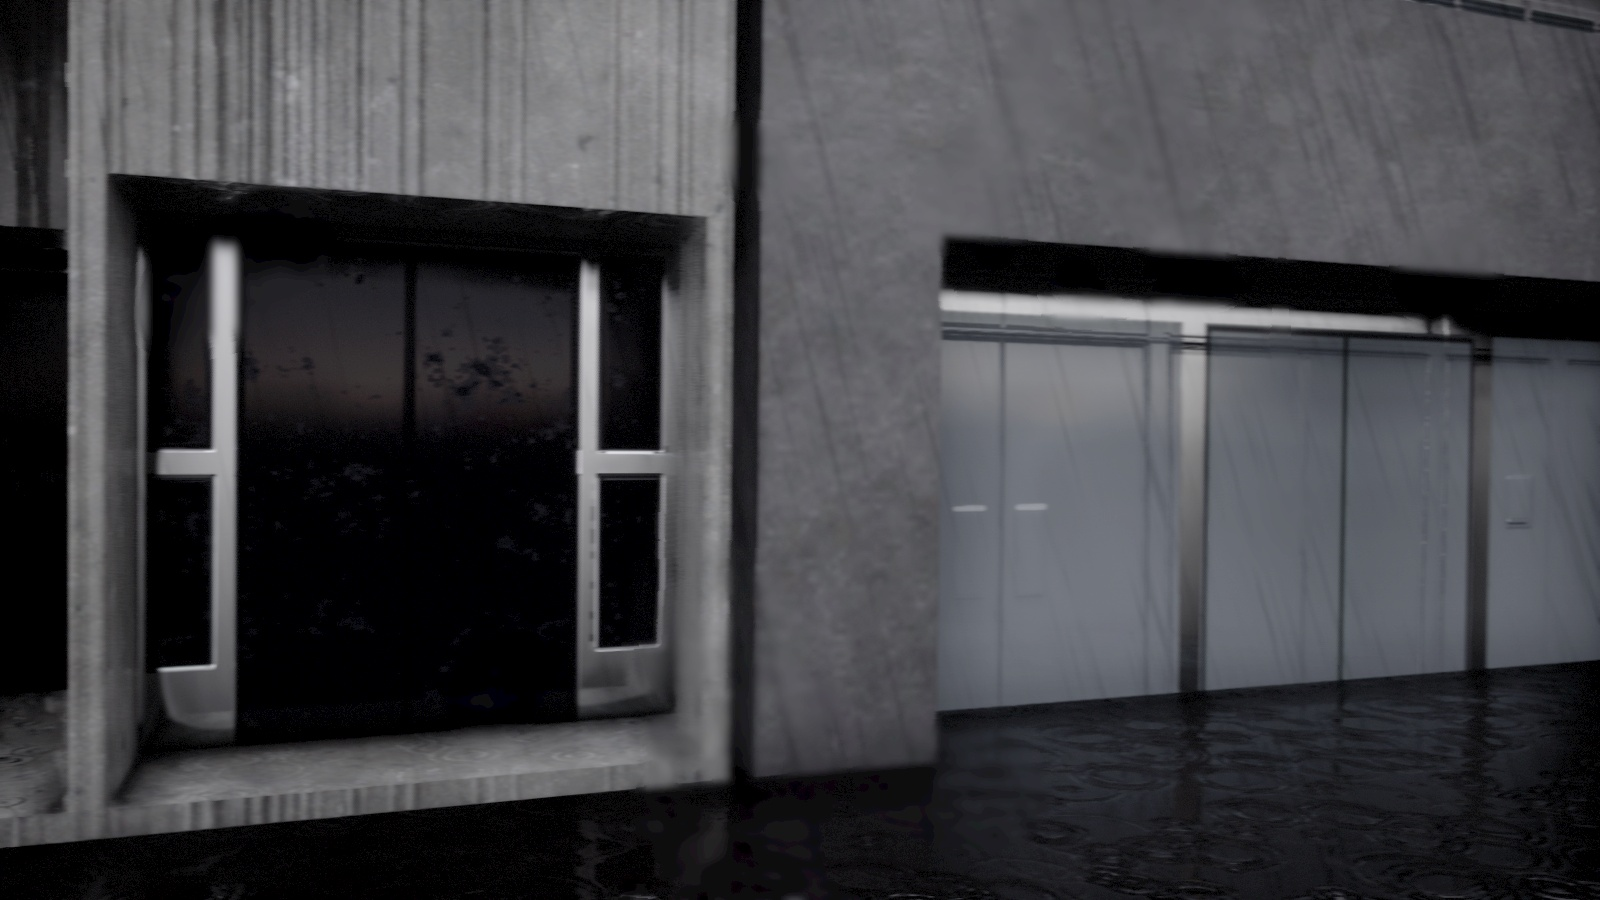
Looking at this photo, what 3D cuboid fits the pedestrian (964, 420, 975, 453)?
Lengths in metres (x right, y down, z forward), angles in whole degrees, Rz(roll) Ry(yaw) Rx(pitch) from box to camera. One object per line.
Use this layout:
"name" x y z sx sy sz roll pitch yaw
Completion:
"pedestrian" 9.574 -0.752 70.986 0.331 1.846 0.634 -1 1 -22
